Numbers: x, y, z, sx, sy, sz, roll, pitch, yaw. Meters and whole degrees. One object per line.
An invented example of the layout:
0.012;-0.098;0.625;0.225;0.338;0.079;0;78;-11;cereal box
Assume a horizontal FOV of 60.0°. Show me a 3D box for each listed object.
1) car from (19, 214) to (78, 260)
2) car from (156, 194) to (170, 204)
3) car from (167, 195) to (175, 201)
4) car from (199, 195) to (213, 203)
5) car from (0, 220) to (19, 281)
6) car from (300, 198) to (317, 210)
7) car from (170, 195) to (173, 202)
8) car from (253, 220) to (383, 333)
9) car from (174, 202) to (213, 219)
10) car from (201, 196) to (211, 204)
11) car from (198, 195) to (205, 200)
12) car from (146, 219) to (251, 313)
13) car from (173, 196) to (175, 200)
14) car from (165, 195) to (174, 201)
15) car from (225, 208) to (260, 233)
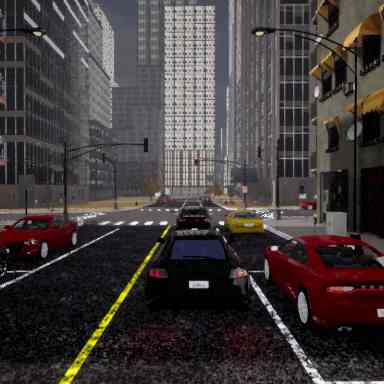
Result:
-5.685;1.543;12.397;1.887;1.381;4.507;-1;0;0;car
-5.631;1.542;61.433;1.887;1.381;4.507;-1;0;0;car
-5.600;1.543;89.230;1.887;1.381;4.507;-1;0;0;car
2.748;1.437;61.423;1.967;1.590;4.097;-1;0;0;car
-5.692;1.439;6.873;1.967;1.590;4.097;-1;0;0;car
14.292;1.255;37.009;4.507;1.381;1.887;-1;1;0;car
-5.627;1.312;66.993;2.192;1.841;5.009;-1;0;0;car
2.690;1.544;6.850;1.887;1.381;4.507;-1;0;0;car
0.096;1.503;17.719;1.837;1.490;4.892;0;0;-1;car
2.755;1.522;67.152;1.752;1.417;4.829;-1;0;0;car
2.787;1.581;94.781;1.802;1.307;4.206;-1;0;0;car
0.112;1.563;7.734;1.994;1.385;4.181;0;0;0;car
-5.621;1.312;72.553;2.192;1.841;5.009;-1;0;0;car
-5.608;1.524;83.501;1.752;1.417;4.829;-1;0;0;car
2.701;1.523;18.067;1.752;1.417;4.829;-1;0;0;car
